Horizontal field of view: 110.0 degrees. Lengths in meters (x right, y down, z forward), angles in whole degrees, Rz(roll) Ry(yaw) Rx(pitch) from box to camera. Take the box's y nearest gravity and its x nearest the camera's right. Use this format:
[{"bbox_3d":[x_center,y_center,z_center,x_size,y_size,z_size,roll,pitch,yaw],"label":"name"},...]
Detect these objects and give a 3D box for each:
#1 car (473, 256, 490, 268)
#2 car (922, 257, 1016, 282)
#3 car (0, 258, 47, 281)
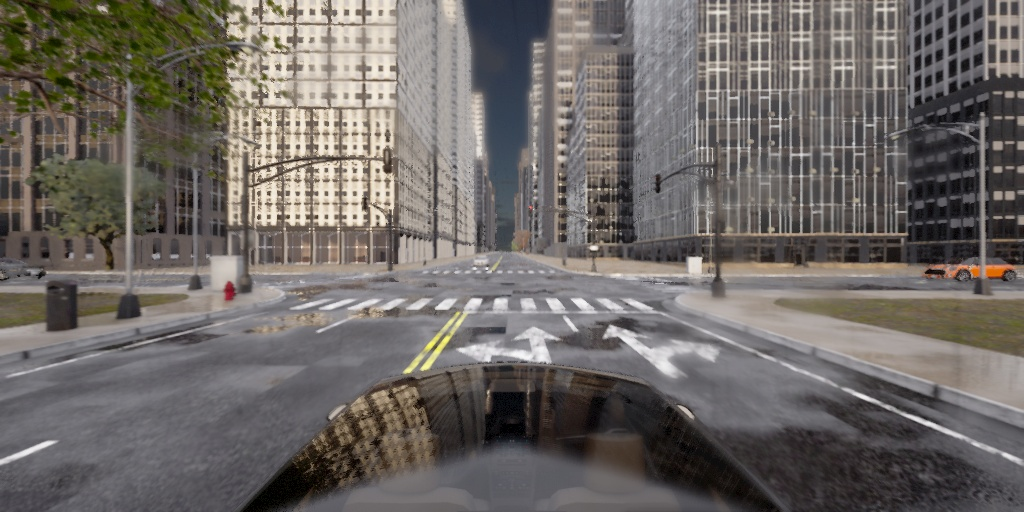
[{"bbox_3d":[-3.847,0.699,45.450,1.812,1.442,4.674,0,1,-1],"label":"car"},{"bbox_3d":[31.798,0.866,25.068,4.553,1.767,2.097,0,0,2],"label":"car"},{"bbox_3d":[-34.354,0.883,24.042,4.902,1.511,2.128,0,0,2],"label":"car"}]
